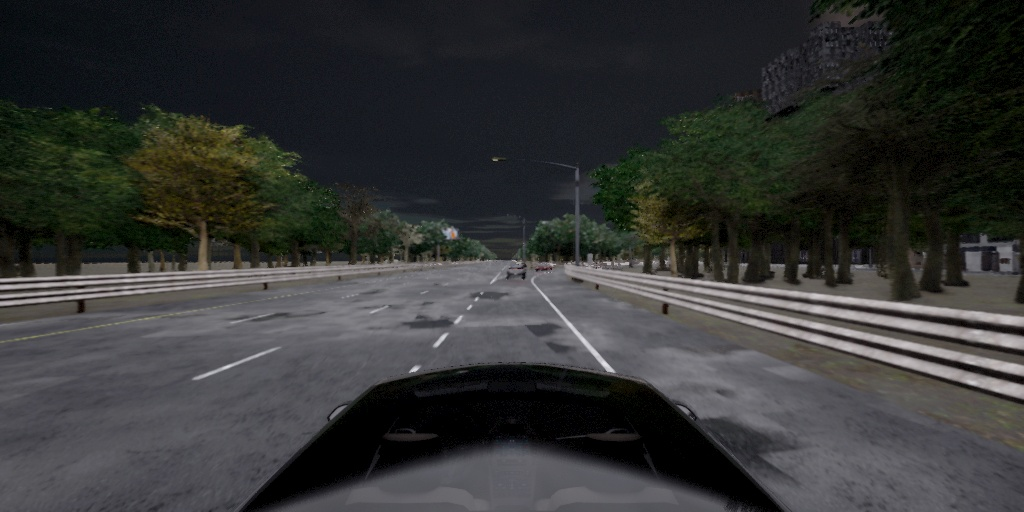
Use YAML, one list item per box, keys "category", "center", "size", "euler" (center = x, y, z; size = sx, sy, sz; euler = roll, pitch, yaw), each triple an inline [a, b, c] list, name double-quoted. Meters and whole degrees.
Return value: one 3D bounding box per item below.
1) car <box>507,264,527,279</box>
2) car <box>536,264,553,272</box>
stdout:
- category: "car"
  center: [0.580, 1.577, 37.422]
  size: [2.128, 1.511, 4.902]
  euler: [0, -1, 6]
- category: "car"
  center: [5.402, 1.881, 58.416]
  size: [1.895, 1.301, 4.718]
  euler: [0, -1, 20]
